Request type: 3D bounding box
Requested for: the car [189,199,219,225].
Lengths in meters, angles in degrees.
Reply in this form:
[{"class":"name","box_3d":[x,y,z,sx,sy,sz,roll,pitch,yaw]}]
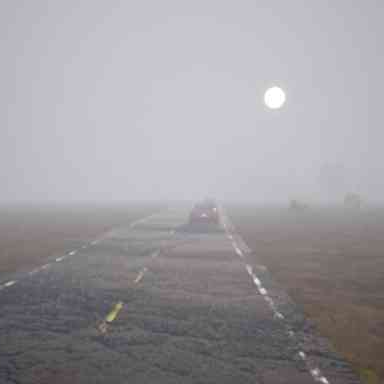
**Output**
[{"class":"car","box_3d":[0.862,1.463,23.433,1.994,1.385,4.181,0,0,3]}]
